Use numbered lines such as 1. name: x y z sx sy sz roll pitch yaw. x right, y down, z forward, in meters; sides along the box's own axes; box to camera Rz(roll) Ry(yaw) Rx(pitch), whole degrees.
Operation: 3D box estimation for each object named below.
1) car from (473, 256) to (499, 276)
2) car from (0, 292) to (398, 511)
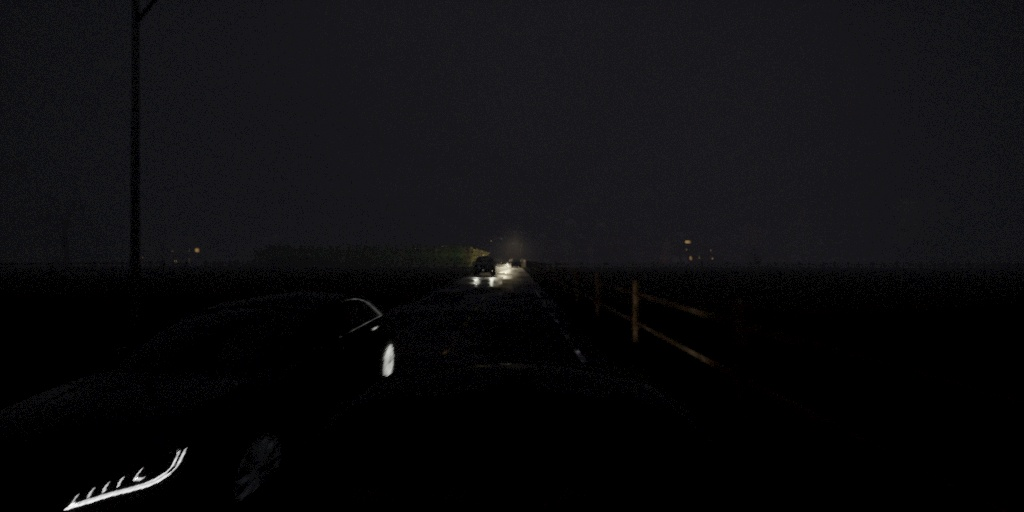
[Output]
1. car: -2.838 1.042 37.923 2.150 2.045 5.566 0 0 0
2. car: -2.837 1.259 4.247 1.837 1.490 4.892 0 0 0
